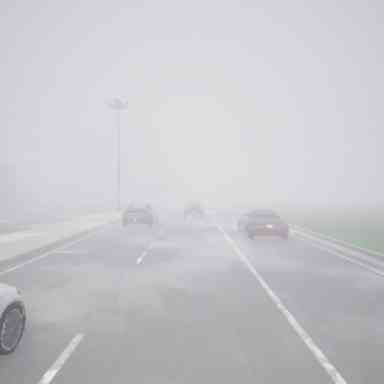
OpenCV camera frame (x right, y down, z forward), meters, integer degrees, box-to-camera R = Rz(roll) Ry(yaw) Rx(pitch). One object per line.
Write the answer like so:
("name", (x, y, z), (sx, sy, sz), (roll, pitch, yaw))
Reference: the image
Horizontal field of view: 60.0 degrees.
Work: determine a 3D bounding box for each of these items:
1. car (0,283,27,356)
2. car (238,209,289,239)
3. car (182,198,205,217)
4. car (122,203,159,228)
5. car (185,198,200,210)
("car", (-3.385, 1.525, 3.075), (1.812, 1.442, 4.674), (0, 0, 0))
("car", (3.617, 1.564, 17.463), (1.994, 1.385, 4.181), (0, 0, 0))
("car", (0.127, 1.525, 31.200), (1.812, 1.442, 4.674), (0, 0, 0))
("car", (-3.378, 1.491, 22.248), (2.128, 1.511, 4.902), (0, 0, 0))
("car", (0.079, 1.525, 43.936), (1.812, 1.442, 4.674), (0, 0, 1))
